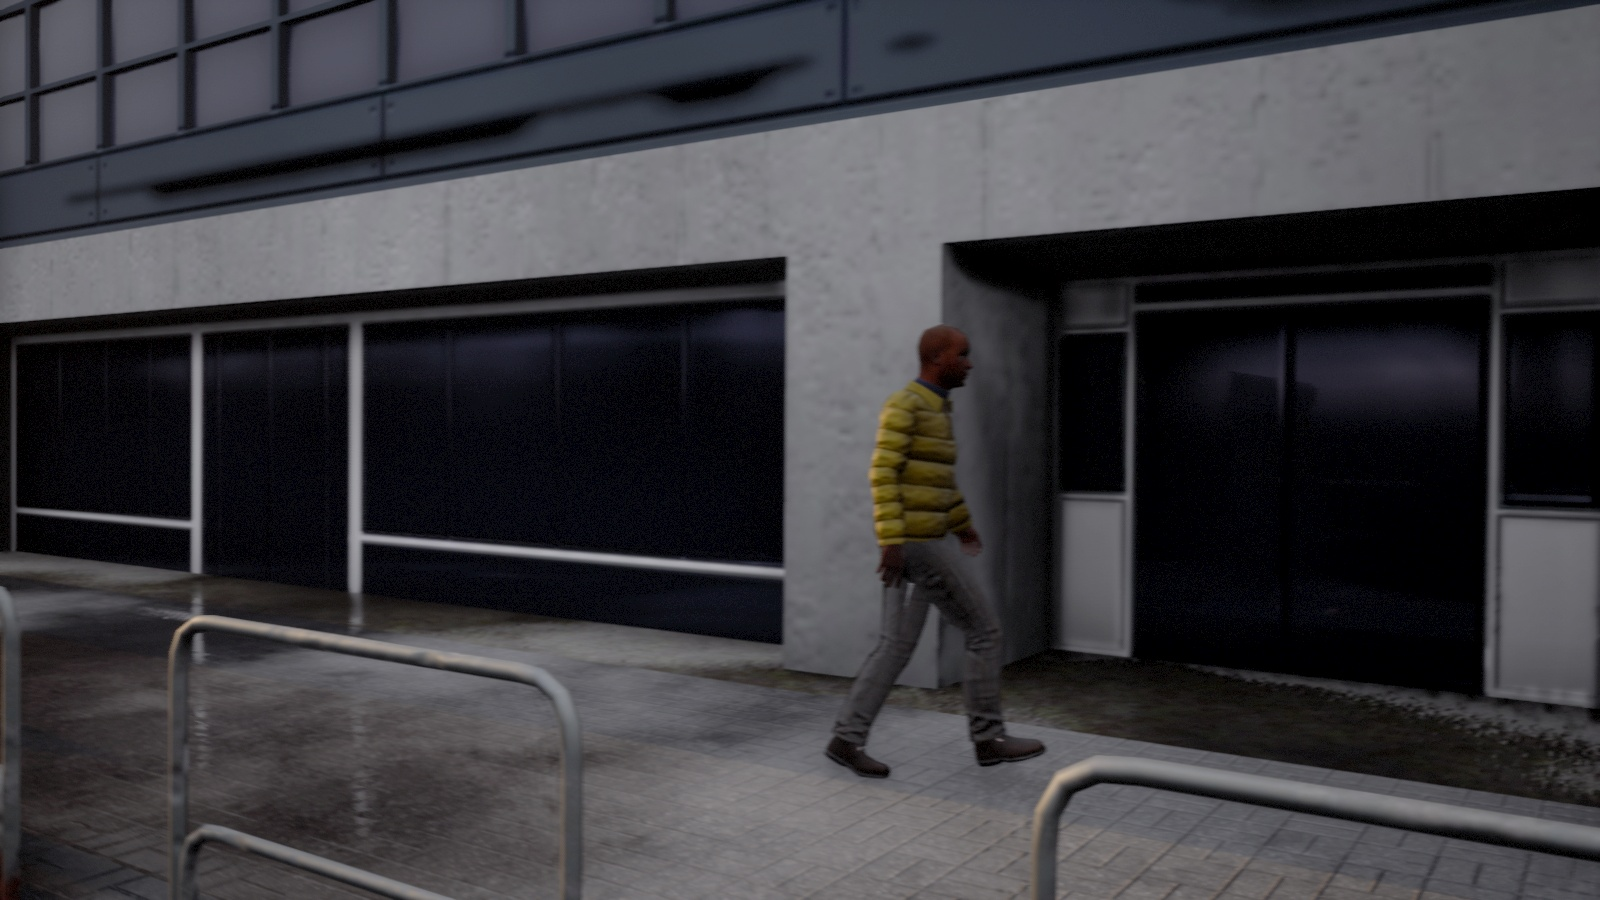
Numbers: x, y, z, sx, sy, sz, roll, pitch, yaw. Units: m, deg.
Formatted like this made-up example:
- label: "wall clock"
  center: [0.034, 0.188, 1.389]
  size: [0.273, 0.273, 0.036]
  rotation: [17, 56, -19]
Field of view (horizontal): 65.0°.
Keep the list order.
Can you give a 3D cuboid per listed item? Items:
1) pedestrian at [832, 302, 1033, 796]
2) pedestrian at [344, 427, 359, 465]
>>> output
- label: "pedestrian"
  center: [0.528, 0.369, 4.937]
  size: [0.726, 1.835, 0.370]
  rotation: [0, 1, 15]
- label: "pedestrian"
  center: [-21.885, -0.206, 61.284]
  size: [0.594, 1.836, 0.345]
  rotation: [-1, 1, -32]
